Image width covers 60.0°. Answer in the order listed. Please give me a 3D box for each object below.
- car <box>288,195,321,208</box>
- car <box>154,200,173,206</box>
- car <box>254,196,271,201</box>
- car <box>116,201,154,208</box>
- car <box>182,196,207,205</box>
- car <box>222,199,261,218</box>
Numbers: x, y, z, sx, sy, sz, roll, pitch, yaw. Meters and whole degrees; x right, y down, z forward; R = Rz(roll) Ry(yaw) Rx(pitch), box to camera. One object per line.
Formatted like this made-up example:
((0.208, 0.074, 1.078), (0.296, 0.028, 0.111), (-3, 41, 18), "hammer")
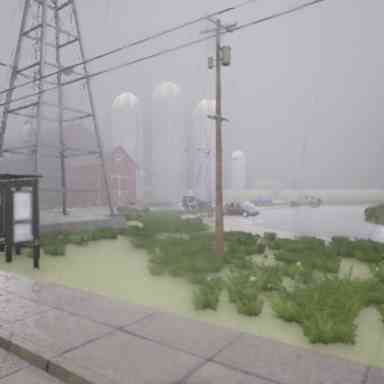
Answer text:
((17.055, 1.446, 50.388), (4.605, 1.855, 1.932), (-1, 0, 35), "car")
((-5.343, 1.930, 54.765), (1.895, 1.301, 4.718), (-1, 0, 35), "car")
((14.182, 1.739, 69.462), (4.611, 1.667, 2.242), (-1, 0, 35), "car")
((-6.877, 1.759, 38.201), (4.193, 1.474, 1.816), (-1, 0, 35), "car")
((0.355, 1.572, 49.593), (3.866, 1.878, 1.905), (-1, 0, 35), "car")
((4.365, 1.655, 31.832), (3.905, 1.438, 1.784), (-1, 0, 35), "car")
